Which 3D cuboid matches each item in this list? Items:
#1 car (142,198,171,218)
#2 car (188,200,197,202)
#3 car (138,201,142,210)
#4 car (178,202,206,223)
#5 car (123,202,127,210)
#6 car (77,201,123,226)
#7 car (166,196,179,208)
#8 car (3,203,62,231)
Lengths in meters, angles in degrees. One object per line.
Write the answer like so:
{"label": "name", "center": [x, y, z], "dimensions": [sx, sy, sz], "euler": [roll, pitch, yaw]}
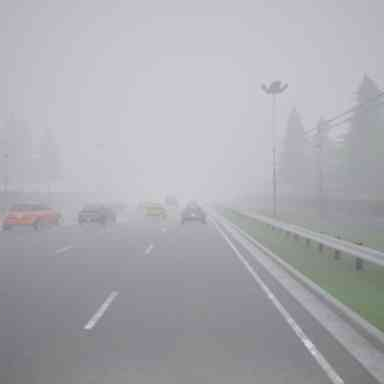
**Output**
{"label": "car", "center": [-3.396, 1.699, 32.760], "dimensions": [1.882, 1.535, 5.008], "euler": [0, 0, 0]}
{"label": "car", "center": [0.101, 1.903, 52.729], "dimensions": [2.033, 1.411, 5.357], "euler": [0, 0, 0]}
{"label": "car", "center": [-6.897, 1.900, 49.732], "dimensions": [1.994, 1.385, 4.181], "euler": [0, 0, 0]}
{"label": "car", "center": [0.103, 1.748, 27.235], "dimensions": [1.994, 1.385, 4.181], "euler": [0, 0, 0]}
{"label": "car", "center": [-10.396, 1.916, 46.673], "dimensions": [1.895, 1.301, 4.718], "euler": [0, 0, 0]}
{"label": "car", "center": [-6.898, 1.659, 24.592], "dimensions": [2.128, 1.511, 4.902], "euler": [0, 0, 0]}
{"label": "car", "center": [-3.394, 1.600, 55.935], "dimensions": [2.150, 2.045, 5.566], "euler": [0, 0, 0]}
{"label": "car", "center": [-10.397, 1.501, 22.110], "dimensions": [2.097, 1.767, 4.553], "euler": [0, 0, 0]}
